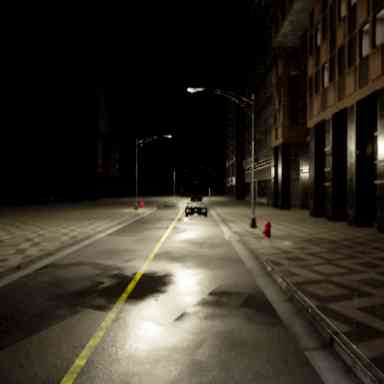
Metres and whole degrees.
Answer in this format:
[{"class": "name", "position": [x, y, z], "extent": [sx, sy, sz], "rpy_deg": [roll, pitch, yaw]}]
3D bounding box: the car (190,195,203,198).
[{"class": "car", "position": [0.715, 1.216, 56.877], "extent": [1.837, 1.490, 4.892], "rpy_deg": [0, -1, 1]}]

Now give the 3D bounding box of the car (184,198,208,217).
[{"class": "car", "position": [0.359, 1.503, 28.625], "extent": [1.895, 1.301, 4.718], "rpy_deg": [0, 0, 1]}]
